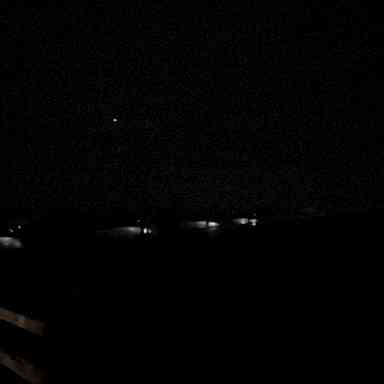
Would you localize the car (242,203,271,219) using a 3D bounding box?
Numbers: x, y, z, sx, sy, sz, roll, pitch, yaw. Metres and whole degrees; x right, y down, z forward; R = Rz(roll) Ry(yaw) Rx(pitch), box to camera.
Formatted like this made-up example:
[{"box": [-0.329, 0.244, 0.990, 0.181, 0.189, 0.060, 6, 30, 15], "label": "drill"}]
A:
[{"box": [9.265, 2.606, 47.114, 2.150, 2.045, 5.566, 3, 0, 38], "label": "car"}]

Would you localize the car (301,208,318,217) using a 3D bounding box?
[{"box": [20.203, 3.414, 57.346, 1.812, 1.442, 4.674, 3, 0, 37], "label": "car"}]

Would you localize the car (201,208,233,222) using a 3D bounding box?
[{"box": [3.001, 2.586, 38.497, 1.837, 1.490, 4.892, 3, 0, 37], "label": "car"}]

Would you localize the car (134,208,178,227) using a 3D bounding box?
[{"box": [-3.112, 2.268, 30.046, 1.837, 1.490, 4.892, 3, 0, 36], "label": "car"}]

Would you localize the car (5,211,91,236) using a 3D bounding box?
[{"box": [-9.086, 1.993, 21.762, 2.033, 1.411, 5.357, 3, 0, 36], "label": "car"}]
